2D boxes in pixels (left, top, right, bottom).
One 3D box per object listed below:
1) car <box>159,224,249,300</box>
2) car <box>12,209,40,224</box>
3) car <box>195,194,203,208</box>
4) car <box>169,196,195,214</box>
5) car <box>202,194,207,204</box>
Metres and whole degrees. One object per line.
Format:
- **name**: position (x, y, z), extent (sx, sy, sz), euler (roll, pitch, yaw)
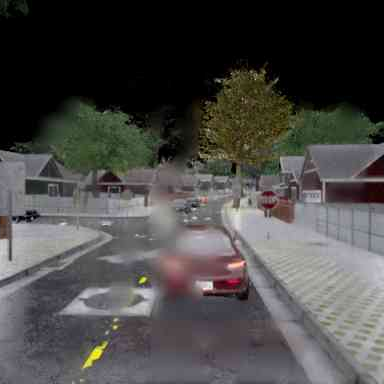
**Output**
- **car**: position (0.282, 1.523, 8.293), extent (1.812, 1.442, 4.674), euler (0, 0, 1)
- **car**: position (-12.530, 1.353, 21.656), extent (4.718, 1.301, 1.895), euler (1, 0, 3)
- **car**: position (-0.037, 1.409, 45.546), extent (2.033, 1.411, 5.357), euler (0, 0, 7)
- **car**: position (-1.163, 1.446, 34.831), extent (1.837, 1.490, 4.892), euler (0, 0, 7)
- **car**: position (1.386, 1.127, 56.402), extent (2.097, 1.767, 4.553), euler (0, 0, 9)
